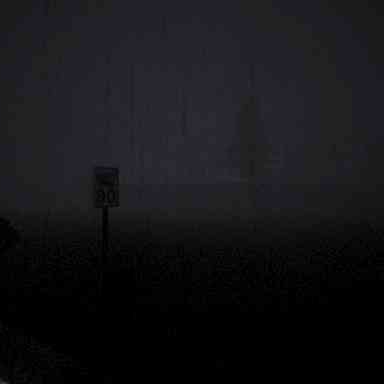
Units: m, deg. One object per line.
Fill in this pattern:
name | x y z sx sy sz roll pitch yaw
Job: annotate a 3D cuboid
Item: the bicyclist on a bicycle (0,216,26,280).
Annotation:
bicyclist on a bicycle | -4.382 1.196 7.363 0.582 1.620 1.656 1 -12 37
